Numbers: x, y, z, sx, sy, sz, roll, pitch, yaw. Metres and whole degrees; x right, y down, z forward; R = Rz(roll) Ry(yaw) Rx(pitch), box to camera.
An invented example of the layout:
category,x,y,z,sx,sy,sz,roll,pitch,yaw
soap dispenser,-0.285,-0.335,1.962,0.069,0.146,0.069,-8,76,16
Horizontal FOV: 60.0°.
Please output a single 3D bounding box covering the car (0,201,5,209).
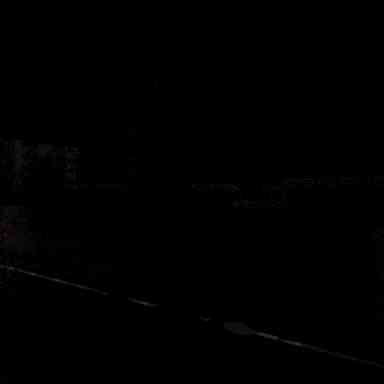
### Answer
category,x,y,z,sx,sy,sz,roll,pitch,yaw
car,-25.741,1.440,42.140,1.882,1.535,5.008,0,0,1
